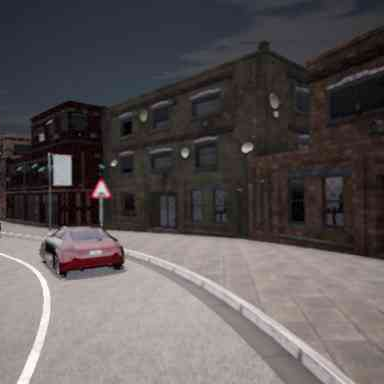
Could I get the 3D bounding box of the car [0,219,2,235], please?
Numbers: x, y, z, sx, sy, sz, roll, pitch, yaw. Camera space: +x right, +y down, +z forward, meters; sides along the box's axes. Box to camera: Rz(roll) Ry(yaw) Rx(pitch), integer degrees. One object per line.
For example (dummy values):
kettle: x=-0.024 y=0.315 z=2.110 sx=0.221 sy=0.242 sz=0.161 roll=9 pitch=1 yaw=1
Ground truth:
car: x=-15.969 y=2.324 z=24.777 sx=2.150 sy=2.045 sz=5.566 roll=0 pitch=-2 yaw=-44

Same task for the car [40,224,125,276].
car: x=-3.812 y=1.784 z=11.235 sx=1.994 sy=1.385 sz=4.181 roll=-1 pitch=-2 yaw=-32
